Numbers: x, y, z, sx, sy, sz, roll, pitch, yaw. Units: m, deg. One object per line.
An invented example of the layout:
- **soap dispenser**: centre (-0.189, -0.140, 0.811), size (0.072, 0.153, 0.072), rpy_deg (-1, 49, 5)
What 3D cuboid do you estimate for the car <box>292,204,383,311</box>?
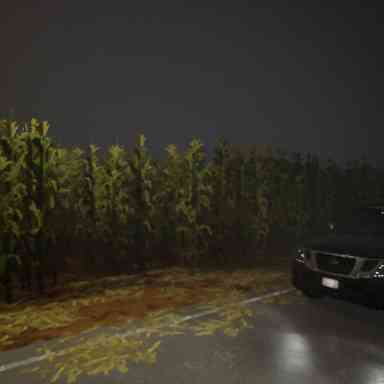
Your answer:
- **car**: centre (4.672, 1.323, 7.658), size (5.566, 2.045, 2.150), rpy_deg (1, -1, -38)
